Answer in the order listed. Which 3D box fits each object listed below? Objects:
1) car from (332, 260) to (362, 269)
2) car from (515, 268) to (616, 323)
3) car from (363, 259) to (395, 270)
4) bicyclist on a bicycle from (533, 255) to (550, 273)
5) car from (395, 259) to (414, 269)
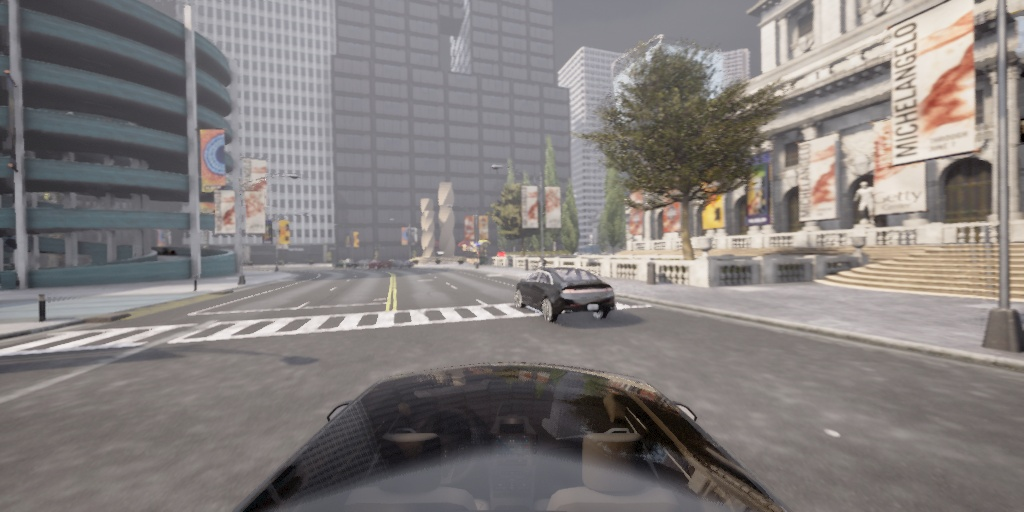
[{"bbox_3d":[-26.910,1.370,57.779,4.718,1.301,1.895,-1,1,33],"label":"car"},{"bbox_3d":[1.478,1.123,11.747,2.128,1.511,4.902,-1,1,-16],"label":"car"},{"bbox_3d":[-19.027,1.153,51.178,1.882,1.535,5.008,-2,1,-43],"label":"car"},{"bbox_3d":[2.658,0.727,32.142,1.656,1.620,0.582,-2,1,-19],"label":"bicyclist on a bicycle"},{"bbox_3d":[-16.805,1.155,53.914,5.357,1.411,2.033,-1,1,43],"label":"car"}]
